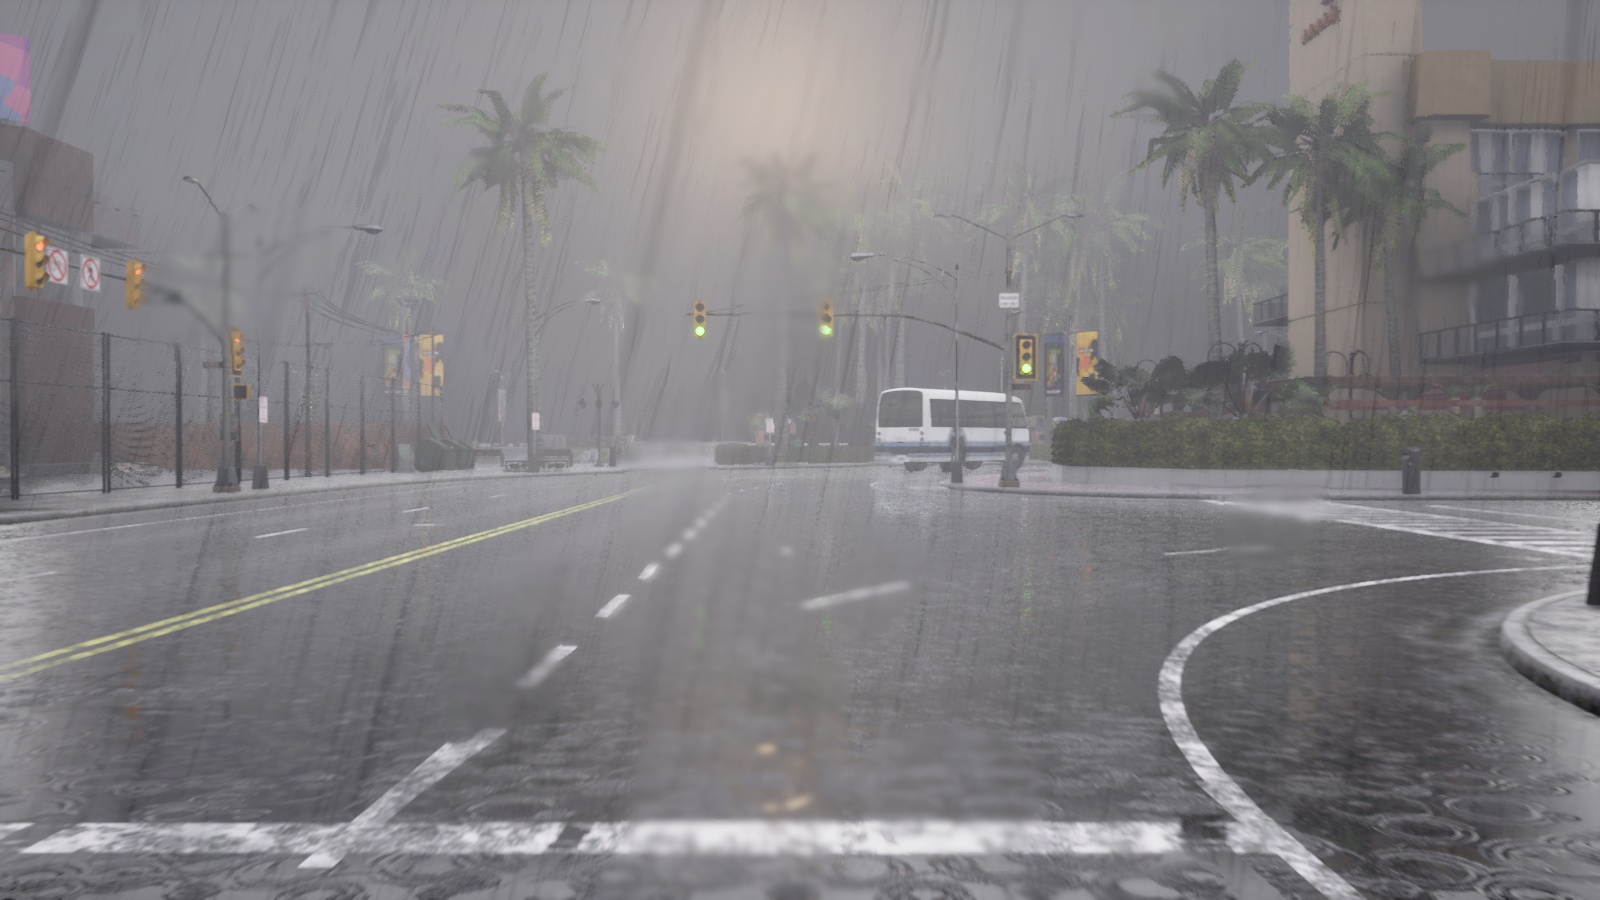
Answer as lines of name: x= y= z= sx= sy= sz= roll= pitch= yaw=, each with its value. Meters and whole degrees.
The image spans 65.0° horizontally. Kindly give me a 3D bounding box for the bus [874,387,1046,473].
bus: x=8.669 y=-0.999 z=66.653 sx=3.944 sy=4.253 sz=10.273 roll=0 pitch=0 yaw=42
